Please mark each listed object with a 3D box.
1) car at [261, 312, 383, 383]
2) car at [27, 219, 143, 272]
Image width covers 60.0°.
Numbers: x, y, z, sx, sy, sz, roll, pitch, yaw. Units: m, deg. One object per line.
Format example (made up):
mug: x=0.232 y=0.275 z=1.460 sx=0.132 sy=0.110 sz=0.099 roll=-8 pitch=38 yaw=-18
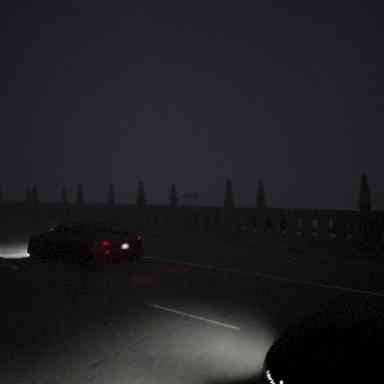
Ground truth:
car: x=2.853 y=1.514 z=2.066 sx=4.892 sy=1.490 sz=1.837 roll=0 pitch=0 yaw=34
car: x=-3.596 y=1.576 z=11.006 sx=4.181 sy=1.385 sz=1.994 roll=0 pitch=0 yaw=36
